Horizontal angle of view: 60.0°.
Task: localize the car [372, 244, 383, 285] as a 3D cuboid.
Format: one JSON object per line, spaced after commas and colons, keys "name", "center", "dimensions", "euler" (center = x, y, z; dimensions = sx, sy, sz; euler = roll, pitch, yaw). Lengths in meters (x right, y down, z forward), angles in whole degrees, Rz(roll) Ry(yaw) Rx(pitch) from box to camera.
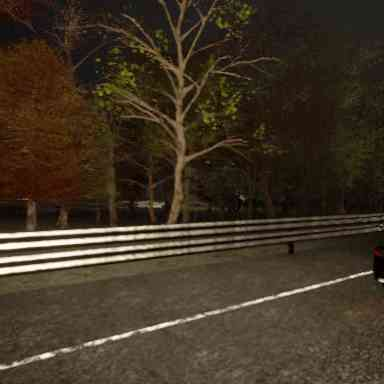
{"name": "car", "center": [6.556, 1.590, 8.450], "dimensions": [5.008, 1.535, 1.882], "euler": [1, 0, -36]}
